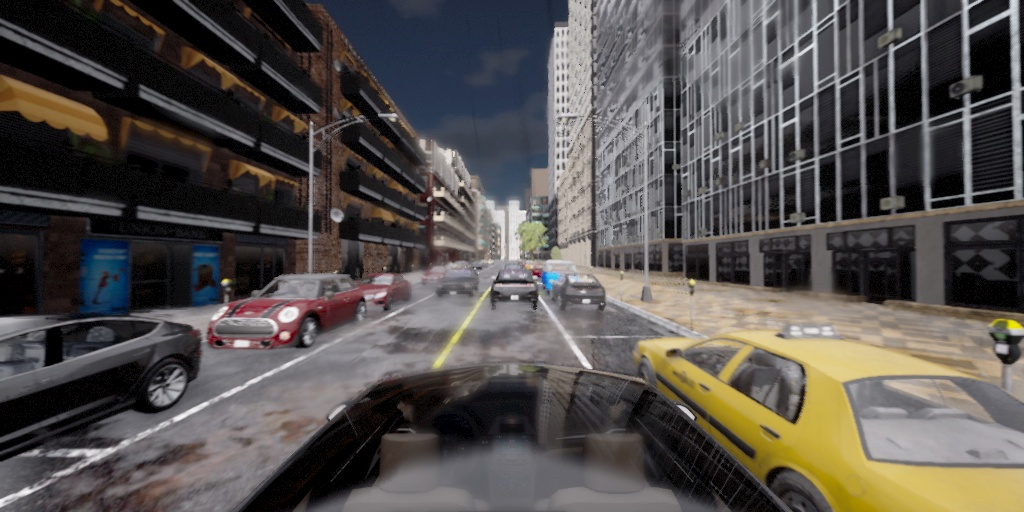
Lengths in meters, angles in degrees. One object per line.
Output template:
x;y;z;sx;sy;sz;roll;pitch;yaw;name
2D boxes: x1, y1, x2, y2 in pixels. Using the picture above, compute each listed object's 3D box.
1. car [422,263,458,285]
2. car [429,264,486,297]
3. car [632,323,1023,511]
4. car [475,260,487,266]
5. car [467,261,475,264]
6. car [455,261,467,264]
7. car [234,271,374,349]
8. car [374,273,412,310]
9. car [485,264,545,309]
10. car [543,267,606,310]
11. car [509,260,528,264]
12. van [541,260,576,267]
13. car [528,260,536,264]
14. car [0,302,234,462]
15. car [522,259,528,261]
-5.317;1.375;25.983;1.802;1.307;4.207;0;0;0;car
-2.752;1.349;19.408;2.033;1.411;5.357;0;0;0;car
2.566;1.278;3.388;1.751;1.417;4.829;0;0;0;car
-5.329;1.413;54.216;1.948;1.339;4.313;0;0;0;car
-5.318;1.254;37.277;1.967;1.591;4.097;0;0;0;car
-5.318;1.329;31.460;1.751;1.417;4.829;0;0;0;car
-5.316;1.202;9.044;1.967;1.591;4.097;0;0;0;car
-5.316;1.354;14.691;1.802;1.307;4.207;0;0;0;car
0.100;1.265;15.126;2.128;1.511;4.902;0;0;0;car
2.565;1.323;14.522;2.007;1.370;4.403;0;0;0;car
0.098;1.350;31.240;2.033;1.411;5.357;0;0;0;car
2.564;1.123;20.175;1.690;1.789;3.998;0;0;0;van
2.563;1.348;31.479;1.888;1.381;4.507;0;0;0;car
-5.315;1.319;3.398;1.948;1.339;4.313;0;0;0;car
2.561;1.361;48.606;1.751;1.417;4.829;0;0;0;car
